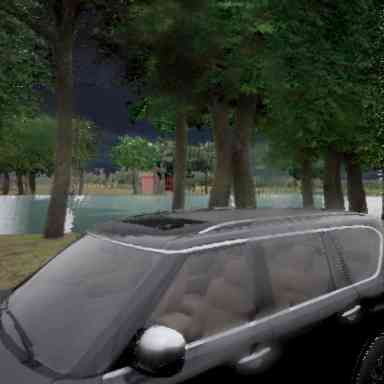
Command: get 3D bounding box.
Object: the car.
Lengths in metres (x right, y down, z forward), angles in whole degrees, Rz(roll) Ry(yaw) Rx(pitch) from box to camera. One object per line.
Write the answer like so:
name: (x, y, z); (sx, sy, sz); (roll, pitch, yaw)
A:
car: (-0.121, 1.220, 2.976); (5.566, 2.045, 2.150); (0, 0, -35)
